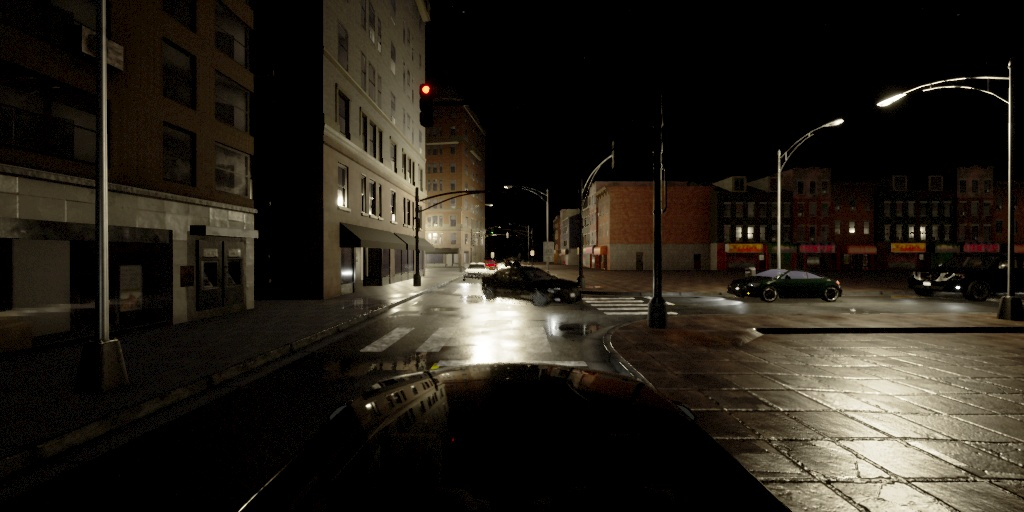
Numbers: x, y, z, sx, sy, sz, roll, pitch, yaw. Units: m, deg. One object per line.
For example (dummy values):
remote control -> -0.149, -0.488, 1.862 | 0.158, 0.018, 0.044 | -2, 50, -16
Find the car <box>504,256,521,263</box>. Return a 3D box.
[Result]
car -> 0.059, 0.983, 51.034 | 2.150, 2.045, 5.566 | 0, 0, 0

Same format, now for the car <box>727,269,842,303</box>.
car -> 12.039, 1.261, 15.999 | 4.181, 1.385, 1.994 | 0, 0, 0

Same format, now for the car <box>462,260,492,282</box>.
car -> -2.861, 1.278, 29.441 | 1.812, 1.442, 4.674 | 0, 0, 0

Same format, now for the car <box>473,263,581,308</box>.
car -> 0.654, 1.225, 15.501 | 1.882, 1.535, 5.008 | -1, 0, -41

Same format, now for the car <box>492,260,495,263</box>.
car -> -2.840, 1.235, 43.563 | 1.882, 1.535, 5.008 | 0, 0, 0

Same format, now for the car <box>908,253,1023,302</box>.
car -> 21.317, 0.884, 16.051 | 5.566, 2.045, 2.150 | 0, 0, 0
